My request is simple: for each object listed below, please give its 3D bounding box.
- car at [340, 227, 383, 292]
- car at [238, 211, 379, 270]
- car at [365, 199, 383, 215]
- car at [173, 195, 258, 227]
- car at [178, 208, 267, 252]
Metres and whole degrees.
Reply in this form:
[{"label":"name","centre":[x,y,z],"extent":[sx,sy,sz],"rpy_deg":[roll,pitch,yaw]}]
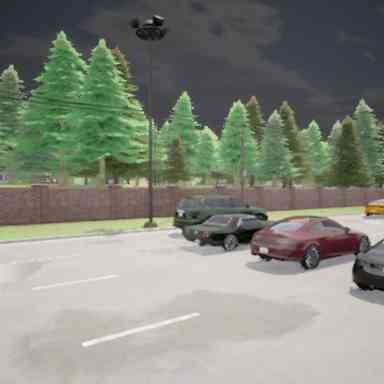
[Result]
[{"label":"car","centre":[5.590,1.530,7.729],"extent":[4.181,1.385,1.994],"rpy_deg":[0,0,-35]},{"label":"car","centre":[3.928,1.490,10.859],"extent":[4.674,1.442,1.812],"rpy_deg":[0,0,-36]},{"label":"car","centre":[16.842,1.364,28.643],"extent":[5.008,1.535,1.882],"rpy_deg":[0,0,-35]},{"label":"car","centre":[1.629,1.178,17.800],"extent":[5.566,2.045,2.150],"rpy_deg":[0,0,-35]},{"label":"car","centre":[2.022,1.565,13.783],"extent":[4.718,1.301,1.895],"rpy_deg":[0,0,-35]}]
